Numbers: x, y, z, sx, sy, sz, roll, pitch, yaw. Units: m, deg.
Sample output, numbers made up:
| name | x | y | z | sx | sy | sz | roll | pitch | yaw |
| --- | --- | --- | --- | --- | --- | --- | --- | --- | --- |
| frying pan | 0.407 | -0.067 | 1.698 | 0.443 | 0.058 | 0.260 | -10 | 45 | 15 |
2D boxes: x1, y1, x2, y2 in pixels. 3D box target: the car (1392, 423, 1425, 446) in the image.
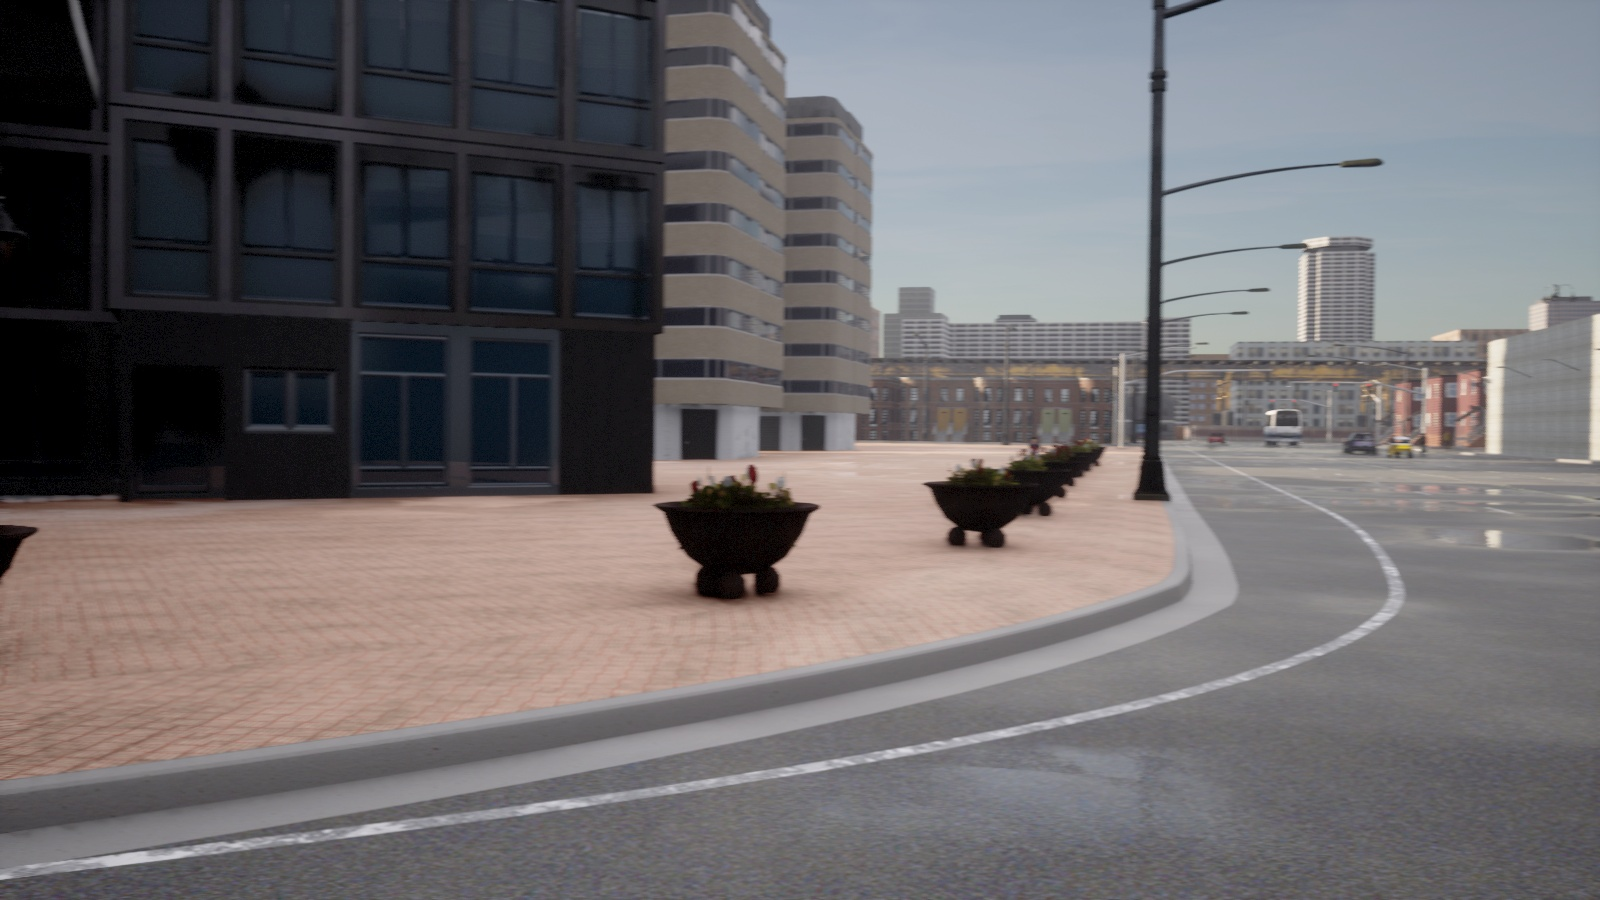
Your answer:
| name | x | y | z | sx | sy | sz | roll | pitch | yaw |
| --- | --- | --- | --- | --- | --- | --- | --- | --- | --- |
| car | 38.642 | -0.991 | 79.806 | 1.481 | 1.376 | 2.207 | -1 | 2 | 16 |
